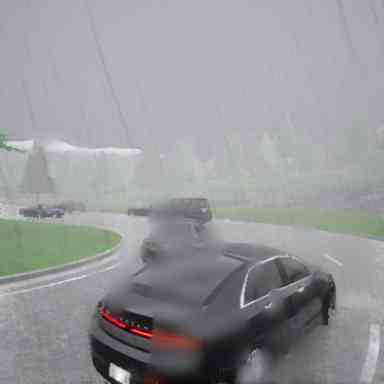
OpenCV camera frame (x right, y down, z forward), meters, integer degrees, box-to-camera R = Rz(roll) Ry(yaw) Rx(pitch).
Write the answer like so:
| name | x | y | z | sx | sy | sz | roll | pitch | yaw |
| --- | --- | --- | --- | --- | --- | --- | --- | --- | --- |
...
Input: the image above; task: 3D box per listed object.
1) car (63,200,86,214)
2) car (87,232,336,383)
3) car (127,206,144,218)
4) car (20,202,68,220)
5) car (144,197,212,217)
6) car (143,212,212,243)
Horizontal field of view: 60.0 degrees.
| name | x | y | z | sx | sy | sz | roll | pitch | yaw |
| --- | --- | --- | --- | --- | --- | --- | --- | --- | --- |
| car | -14.761 | 1.753 | 40.045 | 4.902 | 1.511 | 2.128 | 0 | -1 | 39 |
| car | 0.779 | 1.552 | 5.132 | 1.837 | 1.490 | 4.892 | 2 | 0 | 37 |
| car | -4.024 | 1.851 | 31.965 | 4.718 | 1.301 | 1.895 | 0 | -1 | 35 |
| car | -13.713 | 1.785 | 30.307 | 4.718 | 1.301 | 1.895 | 0 | -1 | 37 |
| car | -0.921 | 1.429 | 25.003 | 2.150 | 2.045 | 5.566 | 2 | -1 | -41 |
| car | -0.369 | 1.664 | 12.026 | 1.994 | 1.385 | 4.181 | 0 | 0 | 10 |
